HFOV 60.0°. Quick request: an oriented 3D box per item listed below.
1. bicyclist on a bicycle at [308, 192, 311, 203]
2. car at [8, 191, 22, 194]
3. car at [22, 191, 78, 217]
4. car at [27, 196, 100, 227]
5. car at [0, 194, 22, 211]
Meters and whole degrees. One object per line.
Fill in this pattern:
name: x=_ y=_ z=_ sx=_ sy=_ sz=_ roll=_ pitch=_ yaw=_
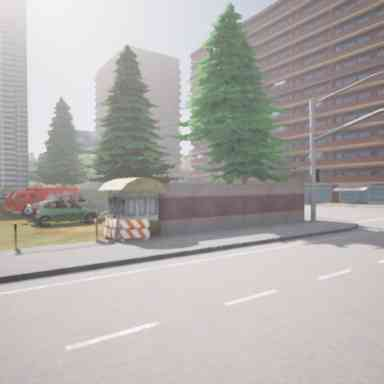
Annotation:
bicyclist on a bicycle: x=16.699 y=0.789 z=46.514 sx=1.656 sy=1.620 sz=0.582 roll=-1 pitch=1 yaw=-35
car: x=-26.266 y=1.135 z=46.292 sx=3.866 sy=1.878 sz=1.905 roll=-1 pitch=1 yaw=-35
car: x=-9.987 y=1.086 z=25.156 sx=4.605 sy=1.855 sz=1.932 roll=-1 pitch=1 yaw=-35
car: x=-7.972 y=1.264 z=21.101 sx=3.988 sy=1.617 sz=1.851 roll=-1 pitch=1 yaw=-35
car: x=-24.992 y=1.330 z=43.768 sx=4.193 sy=1.474 sz=1.816 roll=-1 pitch=1 yaw=-35
